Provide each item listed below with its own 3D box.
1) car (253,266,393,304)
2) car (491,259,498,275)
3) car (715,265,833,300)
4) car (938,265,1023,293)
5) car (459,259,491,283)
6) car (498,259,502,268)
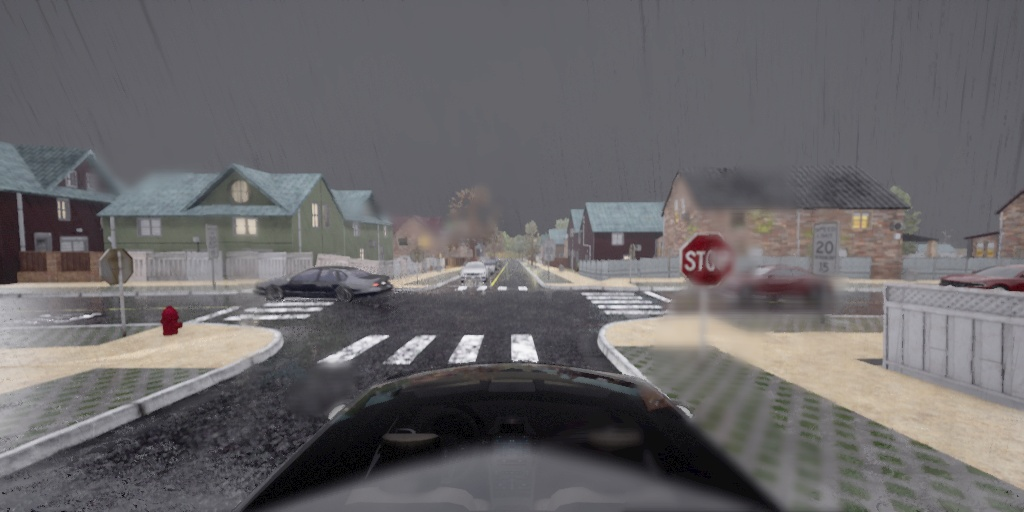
[{"bbox_3d":[-7.918,1.148,15.257,5.357,1.411,2.033,1,3,5],"label":"car"},{"bbox_3d":[-2.740,1.217,36.076,1.895,1.301,4.718,0,0,0],"label":"car"},{"bbox_3d":[11.719,1.135,16.235,4.674,1.442,1.812,0,3,2],"label":"car"},{"bbox_3d":[21.828,1.125,15.533,5.008,1.535,1.882,0,3,6],"label":"car"},{"bbox_3d":[-2.733,1.168,26.864,1.812,1.442,4.674,0,0,-1],"label":"car"},{"bbox_3d":[-2.707,1.144,45.866,2.033,1.411,5.357,0,0,0],"label":"car"}]
